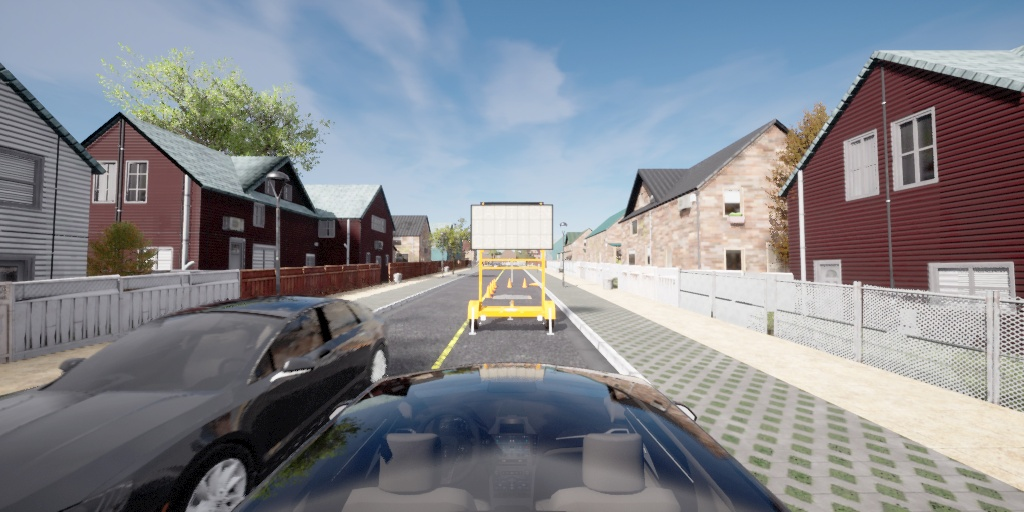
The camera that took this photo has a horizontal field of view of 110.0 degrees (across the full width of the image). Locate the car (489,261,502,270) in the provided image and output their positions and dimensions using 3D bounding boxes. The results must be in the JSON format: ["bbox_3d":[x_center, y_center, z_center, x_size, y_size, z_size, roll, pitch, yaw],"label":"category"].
[{"bbox_3d":[-2.721,1.531,58.778,2.128,1.511,4.902,0,0,0],"label":"car"}]

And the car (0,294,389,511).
[{"bbox_3d":[-2.849,1.256,3.842,1.837,1.490,4.892,0,0,0],"label":"car"}]

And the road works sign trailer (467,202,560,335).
[{"bbox_3d":[0.001,0.227,10.564,2.380,3.560,2.880,0,0,1],"label":"road works sign trailer"}]
